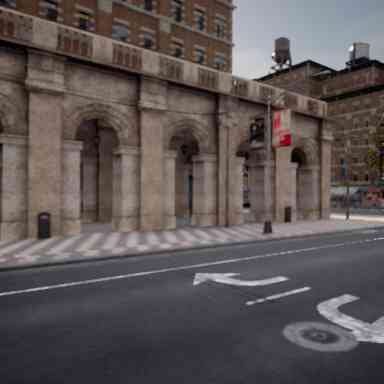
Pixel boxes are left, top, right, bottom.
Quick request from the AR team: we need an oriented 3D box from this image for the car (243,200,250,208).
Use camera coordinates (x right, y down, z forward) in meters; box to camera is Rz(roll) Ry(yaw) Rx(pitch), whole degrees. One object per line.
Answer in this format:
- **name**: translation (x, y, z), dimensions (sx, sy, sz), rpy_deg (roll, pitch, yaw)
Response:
- **car**: translation (9.326, 1.992, 51.913), dimensions (1.895, 1.301, 4.718), rpy_deg (1, 0, -36)
